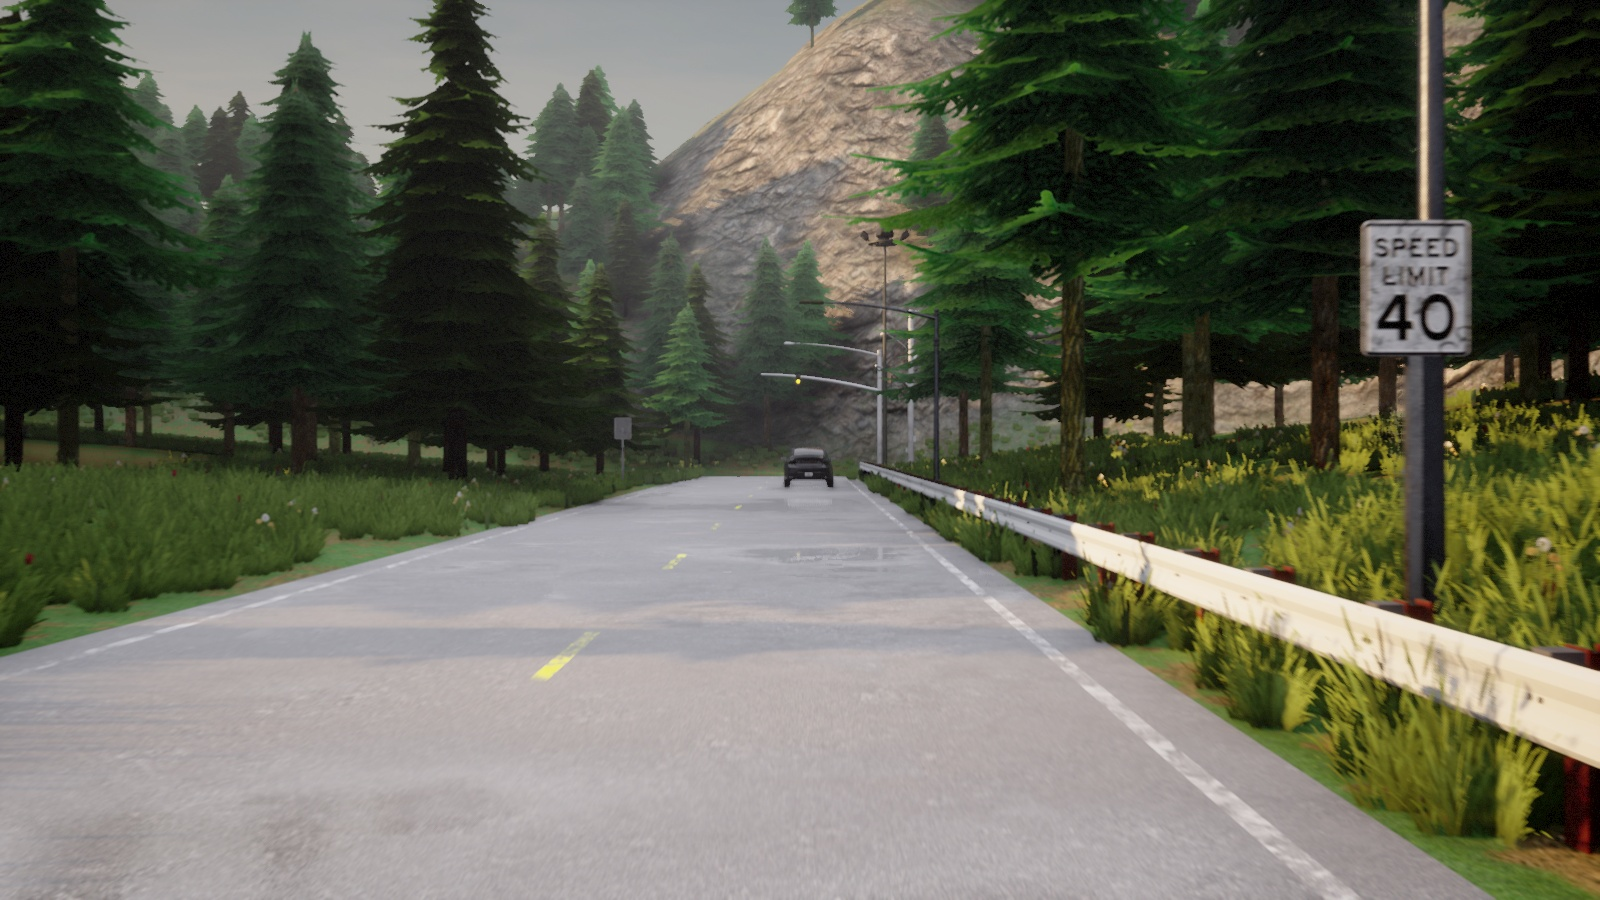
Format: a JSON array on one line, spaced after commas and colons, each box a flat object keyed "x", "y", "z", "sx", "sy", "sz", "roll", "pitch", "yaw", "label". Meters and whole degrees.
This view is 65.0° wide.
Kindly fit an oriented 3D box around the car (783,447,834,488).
[{"x": 0.324, "y": 0.641, "z": 48.006, "sx": 1.837, "sy": 1.490, "sz": 4.892, "roll": 0, "pitch": 0, "yaw": 0, "label": "car"}]
